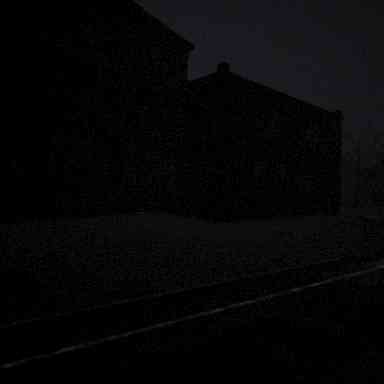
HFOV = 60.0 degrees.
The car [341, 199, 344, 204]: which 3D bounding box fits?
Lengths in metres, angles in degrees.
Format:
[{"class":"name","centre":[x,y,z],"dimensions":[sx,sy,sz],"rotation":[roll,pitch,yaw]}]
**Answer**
[{"class":"car","centre":[25.692,1.381,61.052],"dimensions":[2.128,1.511,4.902],"rotation":[2,0,-20]}]
